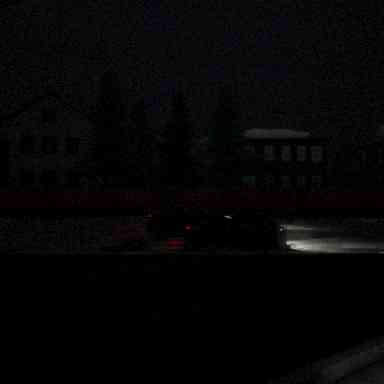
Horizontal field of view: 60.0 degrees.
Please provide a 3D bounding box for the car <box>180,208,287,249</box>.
[{"bbox_3d":[1.743,1.524,13.841,4.181,1.385,1.994,0,0,0],"label":"car"}]

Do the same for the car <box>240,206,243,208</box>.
[{"bbox_3d":[2.563,1.465,20.843,4.674,1.442,1.812,0,0,0],"label":"car"}]

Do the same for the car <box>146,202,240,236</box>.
[{"bbox_3d":[-0.057,1.300,17.341,4.553,1.767,2.097,0,0,0],"label":"car"}]
